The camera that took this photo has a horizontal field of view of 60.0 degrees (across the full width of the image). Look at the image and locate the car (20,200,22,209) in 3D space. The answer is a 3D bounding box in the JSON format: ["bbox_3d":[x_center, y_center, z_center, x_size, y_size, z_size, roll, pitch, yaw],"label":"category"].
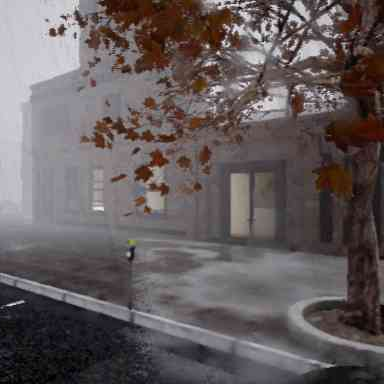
[{"bbox_3d":[-21.888,1.481,46.481,1.967,1.590,4.097,1,1,34],"label":"car"}]

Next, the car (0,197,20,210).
[{"bbox_3d":[-25.025,1.422,41.910,2.192,1.841,5.009,1,1,34],"label":"car"}]

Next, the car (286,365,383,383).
[{"bbox_3d":[2.311,1.541,1.224,4.403,1.369,2.008,-1,0,36],"label":"car"}]
